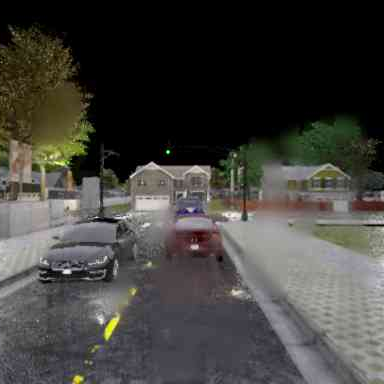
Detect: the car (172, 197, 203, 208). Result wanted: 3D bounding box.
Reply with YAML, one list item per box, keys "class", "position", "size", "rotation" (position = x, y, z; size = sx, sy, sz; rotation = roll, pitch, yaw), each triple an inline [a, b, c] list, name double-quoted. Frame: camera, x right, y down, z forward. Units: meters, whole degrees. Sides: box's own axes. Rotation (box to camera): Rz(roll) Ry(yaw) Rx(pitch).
- class: "car"
  position: [-0.327, 1.397, 26.416]
  size: [2.150, 2.045, 5.566]
  rotation: [1, 1, -5]

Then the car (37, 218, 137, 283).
- class: "car"
  position: [-2.840, 1.591, 10.004]
  size: [1.837, 1.490, 4.892]
  rotation: [0, -1, 0]

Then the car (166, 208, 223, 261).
- class: "car"
  position: [0.095, 1.587, 12.752]
  size: [1.882, 1.535, 5.008]
  rotation: [0, -1, 0]
